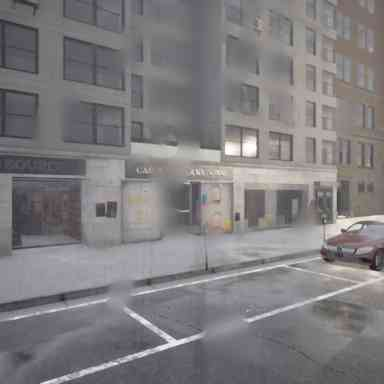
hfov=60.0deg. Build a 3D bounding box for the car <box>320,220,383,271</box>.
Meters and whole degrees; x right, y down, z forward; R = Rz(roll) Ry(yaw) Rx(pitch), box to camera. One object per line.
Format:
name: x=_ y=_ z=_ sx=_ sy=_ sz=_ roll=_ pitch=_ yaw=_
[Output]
car: x=5.935 y=1.582 z=10.804 sx=4.206 sy=1.307 sz=1.802 roll=0 pitch=0 yaw=-36
